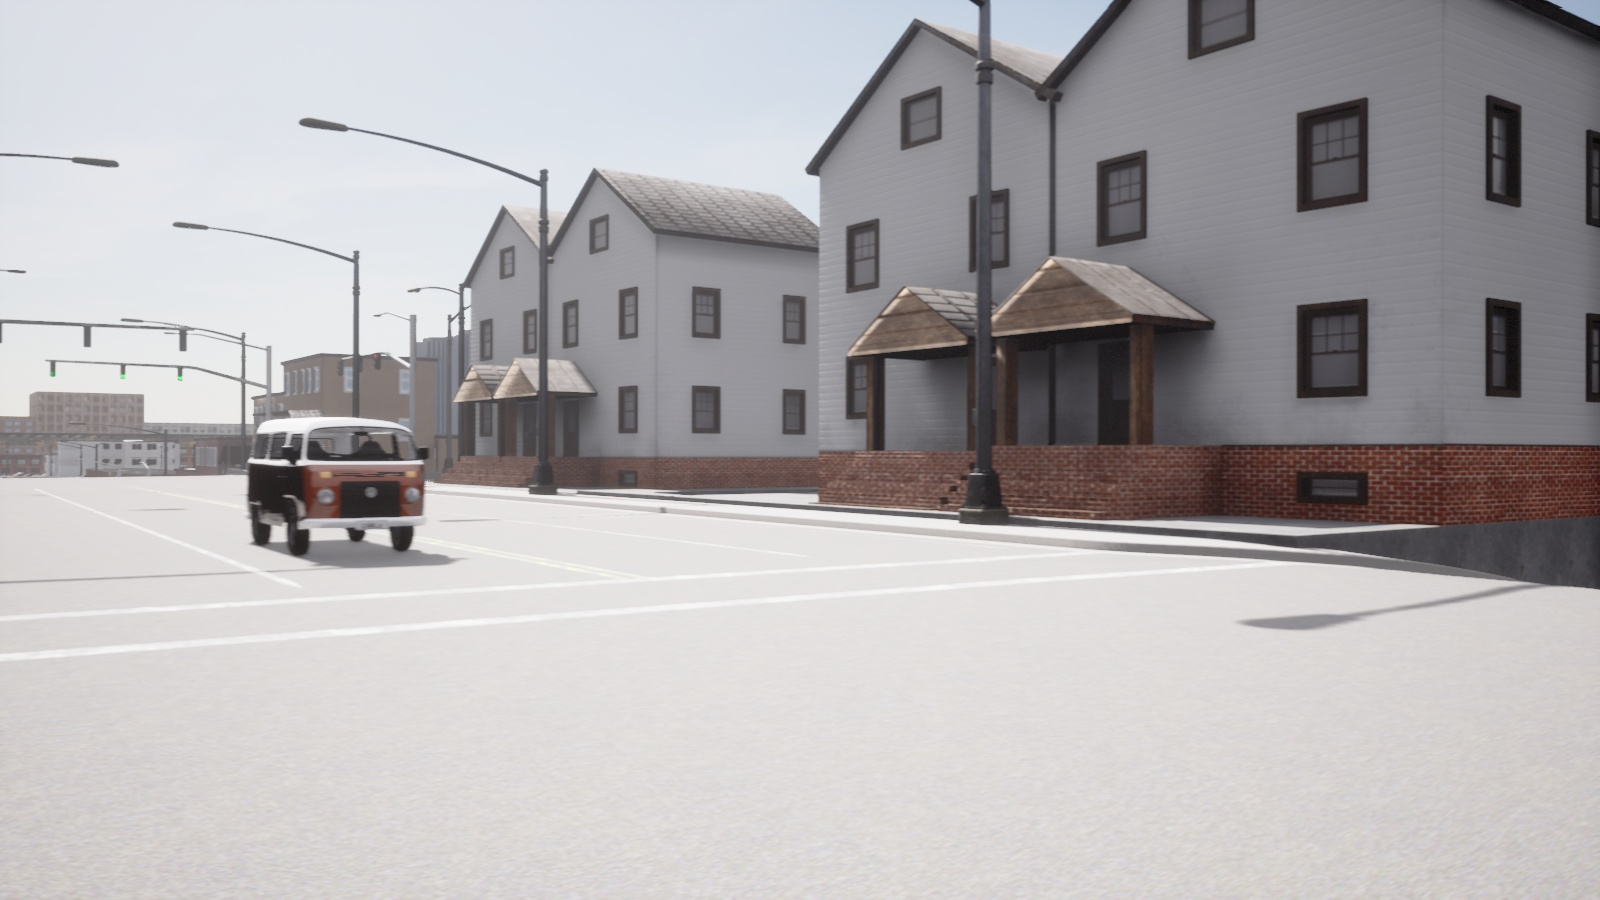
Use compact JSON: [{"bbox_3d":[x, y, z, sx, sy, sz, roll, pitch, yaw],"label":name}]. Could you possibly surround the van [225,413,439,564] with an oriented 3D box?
[{"bbox_3d":[-7.345,0.531,19.417,2.069,2.038,4.480,0,0,-35],"label":"van"}]
